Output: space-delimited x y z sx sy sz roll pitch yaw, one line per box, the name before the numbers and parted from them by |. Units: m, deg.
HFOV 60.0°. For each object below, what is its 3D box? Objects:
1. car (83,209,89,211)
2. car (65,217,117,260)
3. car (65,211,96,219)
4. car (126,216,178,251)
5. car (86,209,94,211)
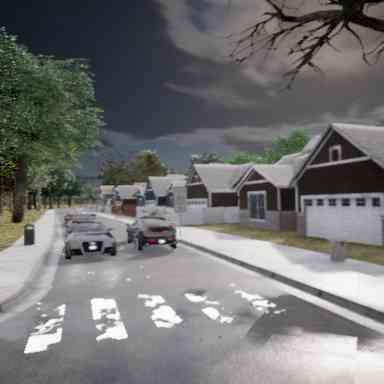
car | -11.885 2.731 33.798 1.895 1.301 4.718 0 -2 -22
car | -4.532 2.045 14.799 1.994 1.385 4.181 -1 -2 -20
car | -8.047 2.364 24.221 1.994 1.385 4.181 -1 -2 -21
car | -2.148 1.996 16.932 1.837 1.490 4.892 0 -2 -20
car | -16.063 3.290 51.570 1.895 1.301 4.718 0 -2 -23
